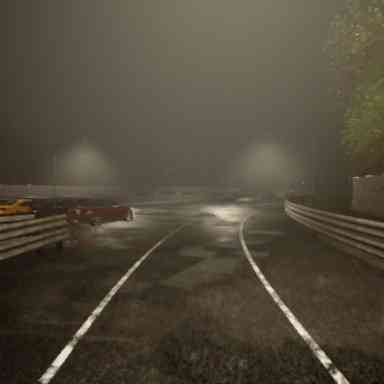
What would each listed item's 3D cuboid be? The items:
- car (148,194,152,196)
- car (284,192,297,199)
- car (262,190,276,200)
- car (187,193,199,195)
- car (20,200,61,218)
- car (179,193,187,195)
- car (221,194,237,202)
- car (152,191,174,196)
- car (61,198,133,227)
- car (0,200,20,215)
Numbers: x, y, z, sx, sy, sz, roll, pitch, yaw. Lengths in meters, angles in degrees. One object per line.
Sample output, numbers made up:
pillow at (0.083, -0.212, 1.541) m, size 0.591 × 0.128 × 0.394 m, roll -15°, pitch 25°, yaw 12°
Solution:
car at (-9.322, 1.186, 77.389) m, size 1.895 × 1.301 × 4.718 m, roll 0°, pitch 0°, yaw 27°
car at (23.471, 0.896, 80.291) m, size 1.837 × 1.490 × 4.892 m, roll 0°, pitch 0°, yaw 27°
car at (17.640, 0.671, 76.484) m, size 2.150 × 2.045 × 5.566 m, roll 0°, pitch 0°, yaw 27°
car at (1.066, 1.001, 90.270) m, size 1.812 × 1.442 × 4.674 m, roll 0°, pitch 0°, yaw 27°
car at (-9.020, 1.334, 23.225) m, size 1.837 × 1.490 × 4.892 m, roll 0°, pitch 0°, yaw 26°
car at (-2.200, 0.983, 91.565) m, size 1.837 × 1.490 × 4.892 m, roll 0°, pitch 0°, yaw 27°
car at (7.130, 1.125, 63.360) m, size 1.994 × 1.385 × 4.181 m, roll 0°, pitch 0°, yaw 27°
car at (-6.058, 0.804, 76.092) m, size 2.150 × 2.045 × 5.566 m, roll 0°, pitch 0°, yaw 27°
car at (-5.844, 1.198, 21.735) m, size 2.097 × 1.767 × 4.553 m, roll 0°, pitch 1°, yaw 26°
car at (-12.193, 1.317, 24.703) m, size 1.882 × 1.535 × 5.008 m, roll 0°, pitch 0°, yaw 26°
